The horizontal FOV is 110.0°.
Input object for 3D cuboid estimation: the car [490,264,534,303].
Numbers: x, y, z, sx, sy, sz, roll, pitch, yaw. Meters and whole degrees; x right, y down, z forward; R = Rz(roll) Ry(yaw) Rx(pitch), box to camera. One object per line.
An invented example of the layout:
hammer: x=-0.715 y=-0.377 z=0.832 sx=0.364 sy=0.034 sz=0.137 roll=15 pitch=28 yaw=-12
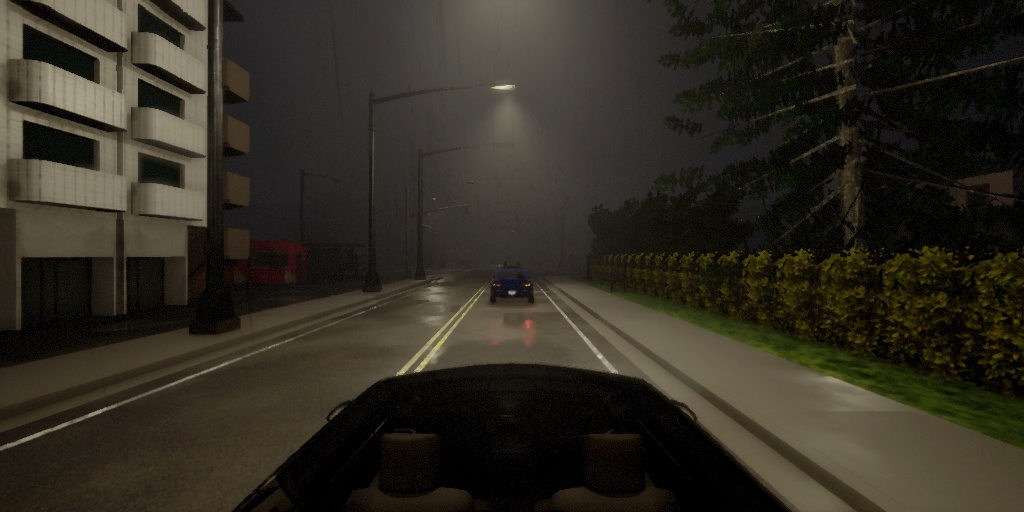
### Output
car: x=0.000 y=1.281 z=16.500 sx=1.812 sy=1.442 sz=4.674 roll=0 pitch=0 yaw=0

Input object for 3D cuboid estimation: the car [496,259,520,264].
car: x=0.000 y=1.243 z=31.500 sx=2.128 sy=1.511 sz=4.902 roll=0 pitch=0 yaw=0
